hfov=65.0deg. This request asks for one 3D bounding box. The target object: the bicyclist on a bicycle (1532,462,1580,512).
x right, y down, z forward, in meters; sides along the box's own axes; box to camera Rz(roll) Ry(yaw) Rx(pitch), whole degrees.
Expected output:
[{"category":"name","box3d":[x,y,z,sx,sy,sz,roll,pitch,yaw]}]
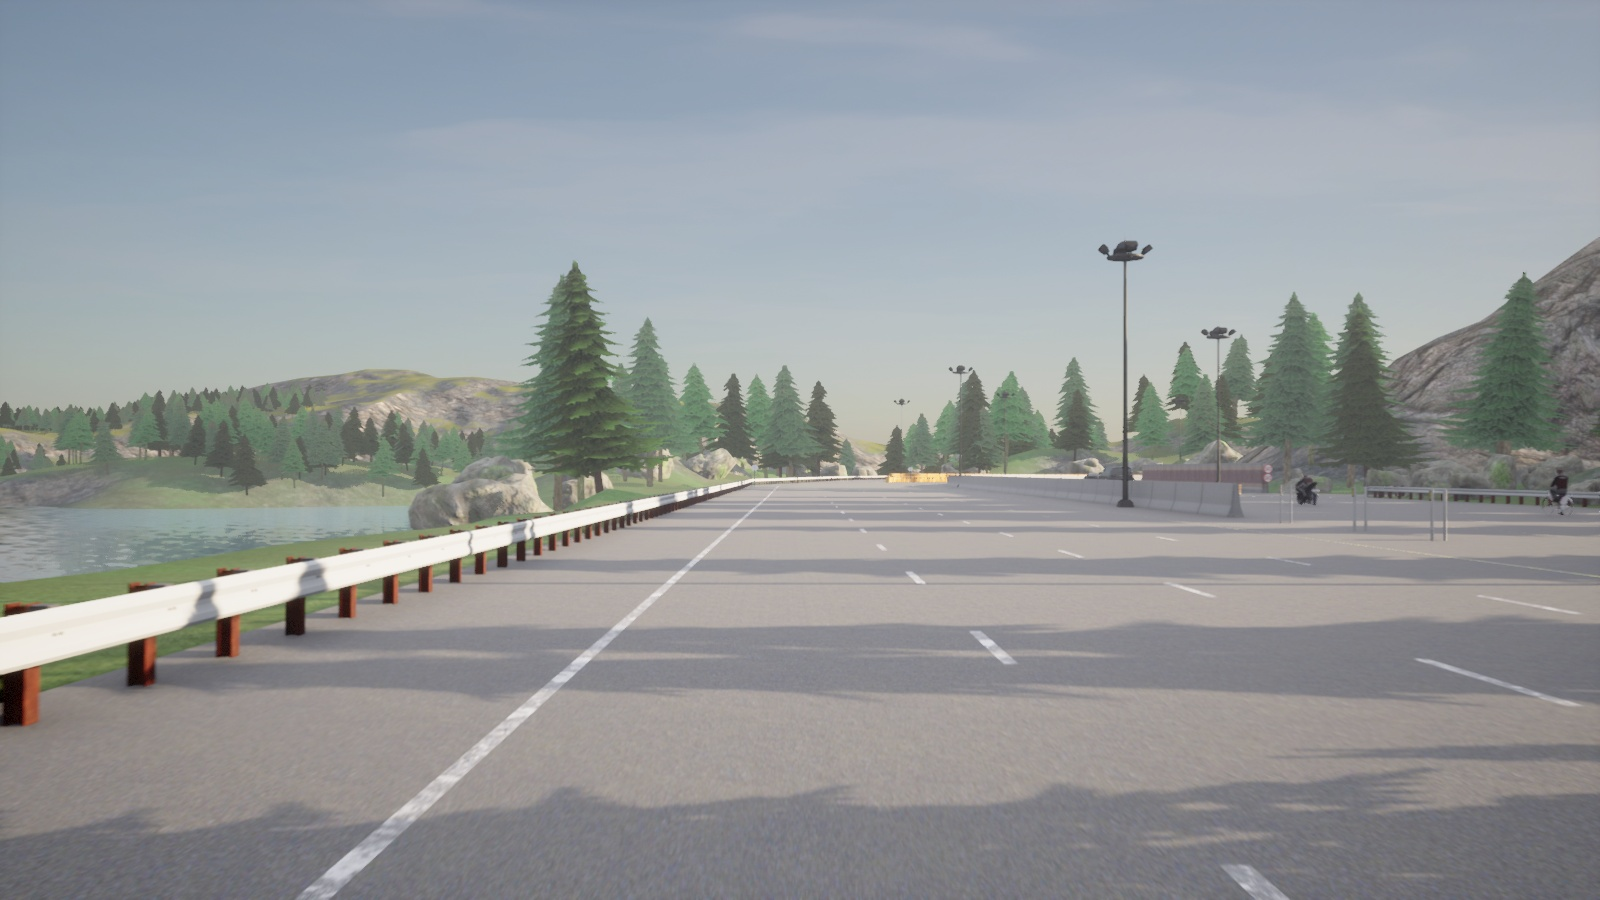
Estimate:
[{"category":"bicyclist on a bicycle","box3d":[27.891,1.350,46.348,0.659,1.776,1.843,0,-1,0]}]

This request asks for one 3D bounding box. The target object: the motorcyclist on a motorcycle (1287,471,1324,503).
[{"category":"motorcyclist on a motorcycle","box3d":[24.357,1.766,60.514,0.866,1.530,2.191,0,-1,0]}]
